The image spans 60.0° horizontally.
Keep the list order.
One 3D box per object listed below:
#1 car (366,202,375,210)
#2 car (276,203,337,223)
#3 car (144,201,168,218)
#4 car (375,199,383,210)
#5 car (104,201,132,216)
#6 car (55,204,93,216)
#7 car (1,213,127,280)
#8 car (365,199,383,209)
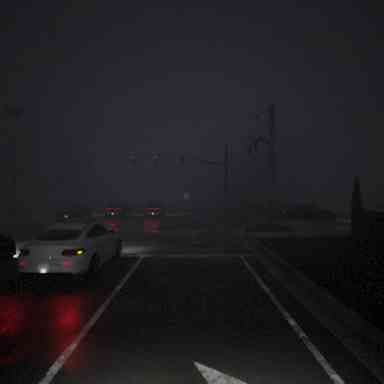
[{"bbox_3d":[26.118,1.731,44.921,4.674,1.442,1.812,0,0,1],"label":"car"},{"bbox_3d":[9.098,1.648,26.561,4.674,1.442,1.812,0,-1,-2],"label":"car"},{"bbox_3d":[-3.415,1.649,31.438,1.837,1.490,4.892,0,0,0],"label":"car"},{"bbox_3d":[26.115,1.681,41.424,4.902,1.511,2.128,0,0,1],"label":"car"},{"bbox_3d":[-6.915,1.649,31.452,1.837,1.490,4.892,0,0,0],"label":"car"},{"bbox_3d":[-10.415,1.738,29.774,1.895,1.301,4.718,0,0,0],"label":"car"},{"bbox_3d":[-3.417,1.572,9.971,1.812,1.442,4.674,0,0,0],"label":"car"},{"bbox_3d":[28.031,1.747,48.387,4.674,1.442,1.812,0,0,1],"label":"car"}]
